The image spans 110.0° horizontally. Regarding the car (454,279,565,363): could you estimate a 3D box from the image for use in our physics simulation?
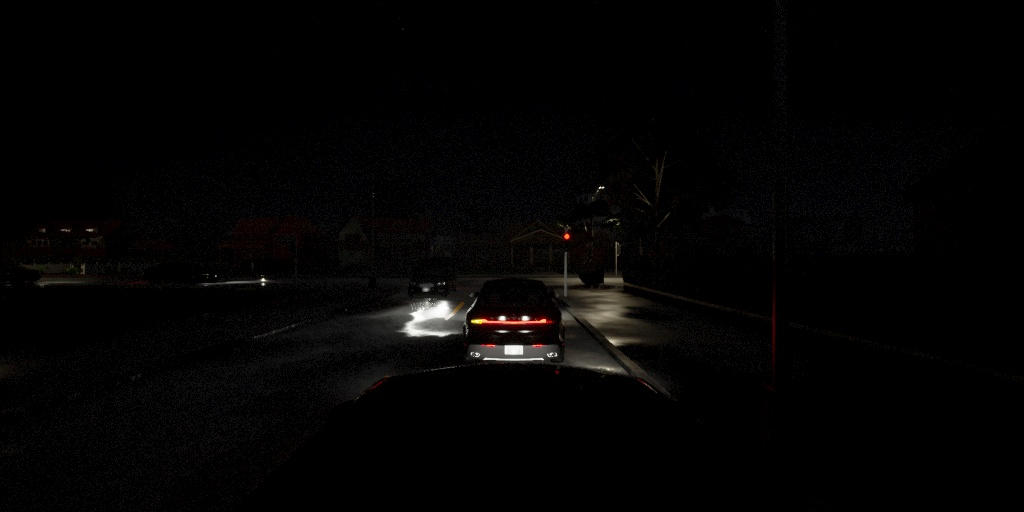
[{"bbox_3d":[0.051,1.255,8.148,1.837,1.490,4.892,0,0,1],"label":"car"}]

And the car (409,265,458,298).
[{"bbox_3d":[-3.923,1.241,18.480,2.128,1.511,4.902,0,0,-2],"label":"car"}]

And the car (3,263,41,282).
[{"bbox_3d":[-38.471,1.228,26.765,5.008,1.535,1.882,1,0,0],"label":"car"}]

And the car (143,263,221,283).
[{"bbox_3d":[-24.558,1.255,26.778,4.892,1.490,1.837,0,0,0],"label":"car"}]

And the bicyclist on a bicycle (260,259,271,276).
[{"bbox_3d":[-24.178,1.099,35.177,0.582,1.620,1.656,0,0,0],"label":"bicyclist on a bicycle"}]
